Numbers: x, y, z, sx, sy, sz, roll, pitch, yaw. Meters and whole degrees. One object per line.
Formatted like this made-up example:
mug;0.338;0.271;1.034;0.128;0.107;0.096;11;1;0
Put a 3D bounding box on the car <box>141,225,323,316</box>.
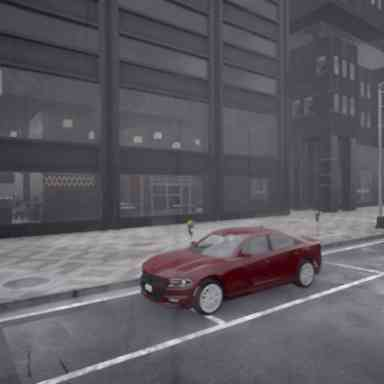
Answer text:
car;1.042;1.479;7.388;4.507;1.381;1.887;-1;1;-35
